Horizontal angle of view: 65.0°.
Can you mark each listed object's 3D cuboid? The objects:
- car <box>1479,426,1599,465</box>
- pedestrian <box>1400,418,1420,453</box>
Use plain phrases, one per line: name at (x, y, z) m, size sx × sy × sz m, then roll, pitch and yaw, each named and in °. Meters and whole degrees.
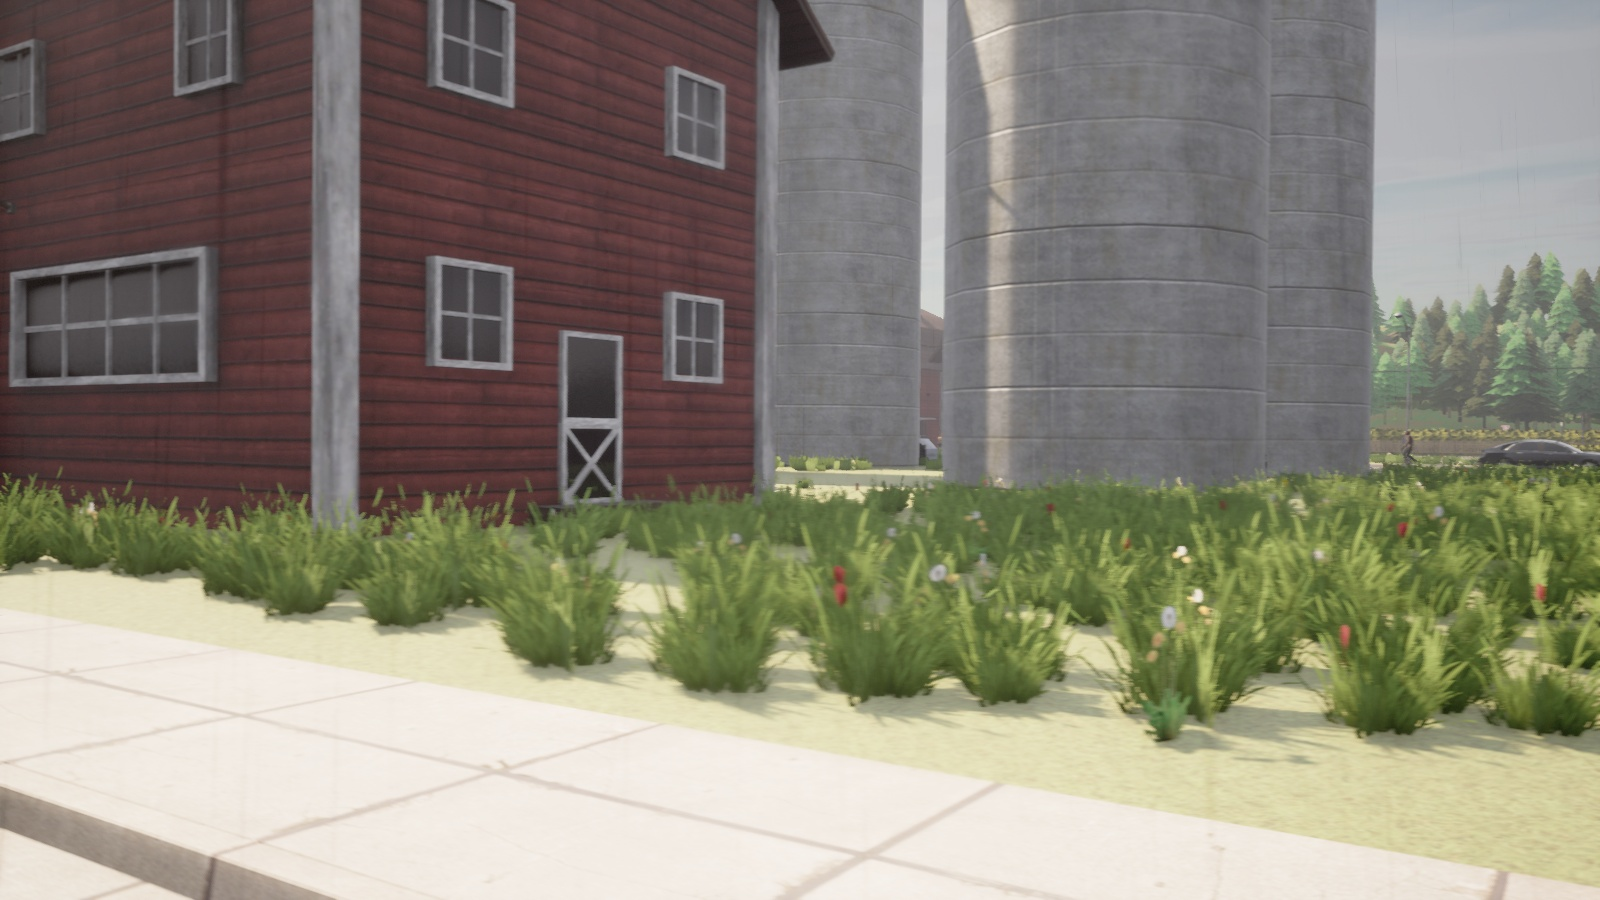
car at (30.261, -0.190, 50.636) m, size 4.892 × 1.490 × 1.837 m, roll 0°, pitch 1°, yaw 34°
pedestrian at (31.209, -0.730, 64.256) m, size 0.869 × 1.805 × 0.328 m, roll 0°, pitch 1°, yaw 33°
